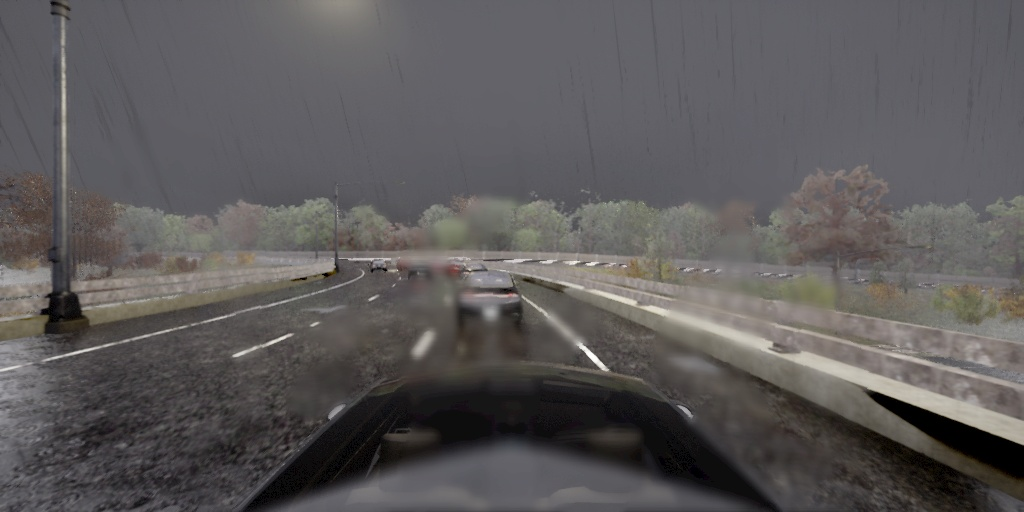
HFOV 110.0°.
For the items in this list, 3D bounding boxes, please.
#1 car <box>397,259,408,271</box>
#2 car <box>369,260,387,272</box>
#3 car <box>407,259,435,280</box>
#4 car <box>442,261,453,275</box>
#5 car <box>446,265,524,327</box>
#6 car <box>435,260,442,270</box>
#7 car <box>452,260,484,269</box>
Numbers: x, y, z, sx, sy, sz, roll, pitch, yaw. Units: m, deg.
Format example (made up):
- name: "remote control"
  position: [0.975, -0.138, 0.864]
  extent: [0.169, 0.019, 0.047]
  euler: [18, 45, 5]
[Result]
- name: "car"
  position: [-13.597, 1.141, 46.280]
  extent: [1.882, 1.535, 5.008]
  euler: [0, 0, -24]
- name: "car"
  position: [-16.777, 1.216, 44.874]
  extent: [2.033, 1.411, 5.357]
  euler: [0, 0, -24]
- name: "car"
  position: [-7.966, 1.198, 31.185]
  extent: [1.837, 1.490, 4.892]
  euler: [0, 0, -15]
- name: "car"
  position: [-5.251, 1.162, 34.202]
  extent: [1.882, 1.535, 5.008]
  euler: [0, 0, -17]
- name: "car"
  position: [-0.732, 1.222, 11.454]
  extent: [2.128, 1.511, 4.902]
  euler: [0, 0, -5]
- name: "car"
  position: [-9.847, 1.225, 46.407]
  extent: [1.994, 1.385, 4.181]
  euler: [0, 0, -23]
- name: "car"
  position: [-2.543, 1.198, 23.293]
  extent: [2.128, 1.511, 4.902]
  euler: [0, 0, -11]
